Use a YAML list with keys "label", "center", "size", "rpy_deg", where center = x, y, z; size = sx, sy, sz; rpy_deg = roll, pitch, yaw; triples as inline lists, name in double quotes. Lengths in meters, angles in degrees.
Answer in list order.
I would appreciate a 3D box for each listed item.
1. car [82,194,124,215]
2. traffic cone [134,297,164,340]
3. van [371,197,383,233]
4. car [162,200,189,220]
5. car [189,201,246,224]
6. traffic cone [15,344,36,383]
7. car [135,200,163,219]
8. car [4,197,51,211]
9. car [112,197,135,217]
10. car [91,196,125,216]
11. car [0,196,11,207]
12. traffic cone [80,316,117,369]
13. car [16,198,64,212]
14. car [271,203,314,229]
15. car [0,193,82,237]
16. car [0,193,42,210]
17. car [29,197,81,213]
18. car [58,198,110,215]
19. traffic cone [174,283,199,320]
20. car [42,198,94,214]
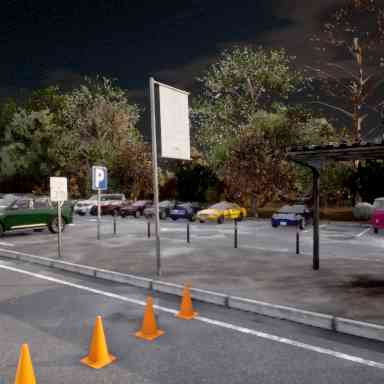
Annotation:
- label: "car"
  center: [-8.972, 1.212, 33.313]
  size: [2.435, 2.045, 5.566]
  rpy_deg: [0, 0, 35]
- label: "traffic cone"
  center: [-0.672, 1.957, 5.258]
  size: [0.340, 0.580, 0.340]
  rpy_deg: [0, 0, 35]
- label: "van"
  center: [11.553, 1.264, 19.074]
  size: [1.878, 1.987, 4.442]
  rpy_deg: [0, 0, 35]
- label: "car"
  center: [0.147, 1.504, 26.979]
  size: [2.163, 1.488, 4.792]
  rpy_deg: [0, 0, 35]
- label: "car"
  center: [2.294, 1.475, 25.208]
  size: [1.946, 1.575, 5.366]
  rpy_deg: [0, 0, 35]
- label: "traffic cone"
  center: [-1.822, 1.957, 3.625]
  size: [0.340, 0.580, 0.340]
  rpy_deg: [0, 0, 35]
- label: "car"
  center: [-2.137, 1.473, 28.555]
  size: [2.231, 1.521, 4.892]
  rpy_deg: [0, 0, 35]
- label: "car"
  center: [-20.301, 1.452, 41.341]
  size: [2.163, 1.488, 4.792]
  rpy_deg: [0, 0, 35]
- label: "car"
  center: [-4.409, 1.469, 30.150]
  size: [2.097, 1.535, 5.008]
  rpy_deg: [0, 0, 35]
- label: "car"
  center: [-6.681, 1.466, 31.745]
  size: [2.097, 1.535, 5.008]
  rpy_deg: [0, 0, 35]
- label: "car"
  center: [-29.296, 1.332, 47.851]
  size: [1.946, 1.575, 5.366]
  rpy_deg: [1, 0, 35]
- label: "traffic cone"
  center: [-1.247, 1.957, 4.442]
  size: [0.340, 0.580, 0.340]
  rpy_deg: [0, 0, 35]
- label: "car"
  center: [-18.057, 1.468, 39.693]
  size: [2.163, 1.488, 4.792]
  rpy_deg: [0, 0, 35]
- label: "car"
  center: [6.928, 1.513, 22.145]
  size: [2.163, 1.488, 4.792]
  rpy_deg: [0, 0, 35]
- label: "car"
  center: [-8.963, 1.221, 17.324]
  size: [2.435, 2.045, 5.566]
  rpy_deg: [0, 0, 35]
- label: "car"
  center: [-22.603, 1.153, 42.888]
  size: [2.435, 2.045, 5.566]
  rpy_deg: [0, 0, 35]
- label: "car"
  center: [-15.665, 1.444, 38.275]
  size: [1.946, 1.575, 5.366]
  rpy_deg: [0, 0, 35]
- label: "car"
  center: [-11.229, 1.461, 34.926]
  size: [2.231, 1.521, 4.892]
  rpy_deg: [0, 0, 35]
- label: "traffic cone"
  center: [-0.097, 1.957, 6.074]
  size: [0.340, 0.580, 0.340]
  rpy_deg: [0, 0, 36]
- label: "car"
  center: [-13.502, 1.455, 36.524]
  size: [2.097, 1.535, 5.008]
  rpy_deg: [0, 0, 35]
